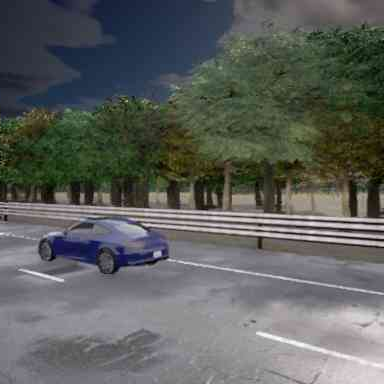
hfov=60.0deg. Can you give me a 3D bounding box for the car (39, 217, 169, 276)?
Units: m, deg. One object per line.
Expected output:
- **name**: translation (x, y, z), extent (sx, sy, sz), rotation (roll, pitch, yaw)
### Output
- **car**: translation (-2.803, 1.498, 10.273), extent (4.674, 1.442, 1.812), rotation (0, 0, 35)
